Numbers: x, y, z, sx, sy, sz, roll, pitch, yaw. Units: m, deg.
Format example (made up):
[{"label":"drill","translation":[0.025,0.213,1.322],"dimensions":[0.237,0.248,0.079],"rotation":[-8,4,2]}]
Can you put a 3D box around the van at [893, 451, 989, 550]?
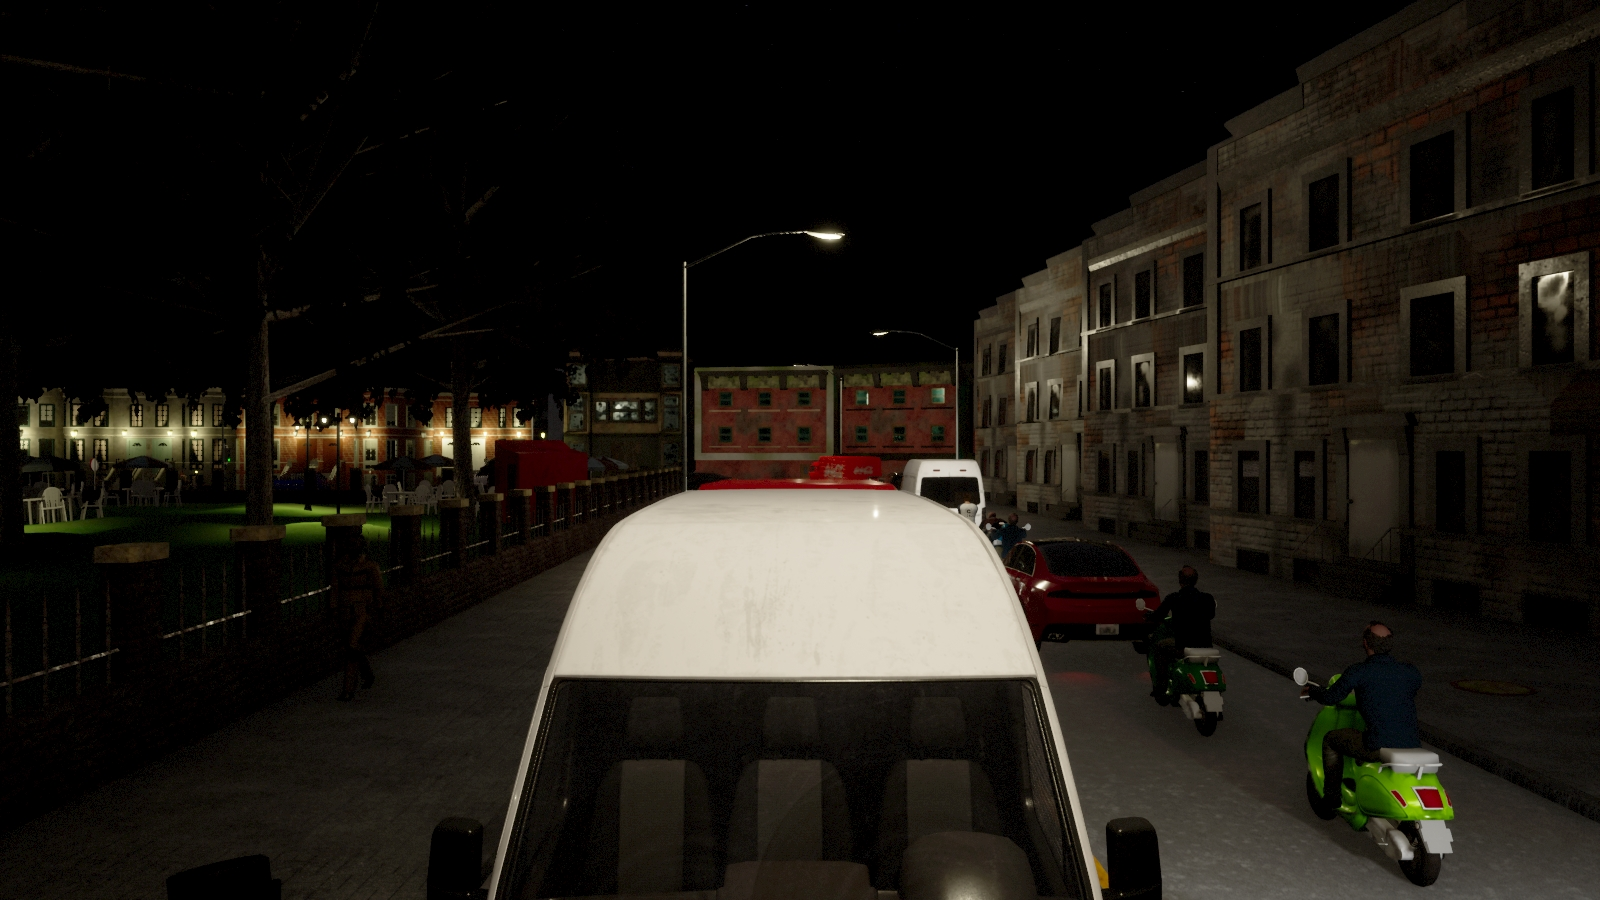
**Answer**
[{"label":"van","translation":[3.906,1.314,32.634],"dimensions":[1.988,2.561,5.915],"rotation":[0,0,0]}]

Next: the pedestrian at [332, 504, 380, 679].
[{"label":"pedestrian","translation":[-4.831,1.525,12.430],"dimensions":[0.375,1.860,0.375],"rotation":[0,0,0]}]

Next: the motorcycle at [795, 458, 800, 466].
[{"label":"motorcycle","translation":[-0.384,1.962,183.190],"dimensions":[0.856,1.236,1.805],"rotation":[0,0,0]}]

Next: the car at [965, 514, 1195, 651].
[{"label":"car","translation":[3.953,1.841,17.118],"dimensions":[2.231,1.480,4.892],"rotation":[0,0,0]}]

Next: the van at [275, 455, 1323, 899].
[{"label":"van","translation":[-0.006,1.314,5.127],"dimensions":[1.988,2.561,5.915],"rotation":[0,0,0]}]
